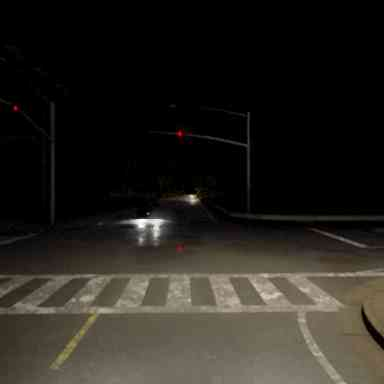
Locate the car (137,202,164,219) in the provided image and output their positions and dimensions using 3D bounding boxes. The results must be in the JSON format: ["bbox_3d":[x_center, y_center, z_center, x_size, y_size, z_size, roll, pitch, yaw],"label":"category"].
[{"bbox_3d":[-3.538,1.545,28.783,1.994,1.385,4.181,0,0,0],"label":"car"}]
